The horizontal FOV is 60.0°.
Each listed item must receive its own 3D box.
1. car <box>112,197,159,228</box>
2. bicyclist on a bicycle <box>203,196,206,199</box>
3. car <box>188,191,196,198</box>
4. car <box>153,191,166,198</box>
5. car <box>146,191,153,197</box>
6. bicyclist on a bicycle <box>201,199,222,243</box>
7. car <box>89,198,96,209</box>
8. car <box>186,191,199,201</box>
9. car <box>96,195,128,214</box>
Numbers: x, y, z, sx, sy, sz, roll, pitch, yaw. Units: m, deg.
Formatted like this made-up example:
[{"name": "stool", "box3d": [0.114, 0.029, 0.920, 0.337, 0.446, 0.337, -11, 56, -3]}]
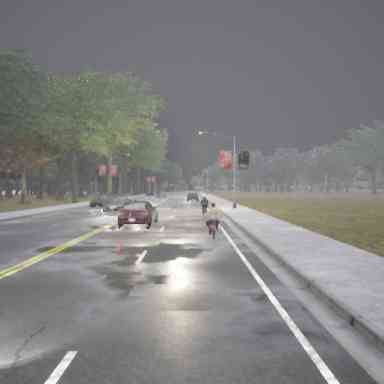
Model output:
[{"name": "car", "box3d": [-3.143, 1.259, 19.639, 1.812, 1.442, 4.674, 0, 1, 0]}, {"name": "bicyclist on a bicycle", "box3d": [0.901, 1.133, 23.665, 0.582, 1.620, 1.656, 0, 0, 0]}, {"name": "car", "box3d": [0.025, 0.514, 74.344, 1.882, 1.535, 5.008, 0, 1, 0]}, {"name": "car", "box3d": [-6.477, 0.578, 70.186, 1.837, 1.490, 4.892, 0, 1, 0]}, {"name": "car", "box3d": [-9.724, 0.451, 78.312, 1.895, 1.301, 4.718, 0, 1, 0]}, {"name": "bicyclist on a bicycle", "box3d": [0.878, 1.246, 13.942, 0.866, 1.612, 1.509, 0, 1, 0]}, {"name": "car", "box3d": [-9.835, 1.050, 37.073, 2.033, 1.411, 5.357, 0, 1, 0]}, {"name": "car", "box3d": [0.118, 0.759, 56.445, 1.837, 1.490, 4.892, 0, 1, 0]}, {"name": "car", "box3d": [-6.587, 1.090, 29.806, 2.128, 1.511, 4.902, 0, 1, 0]}]
